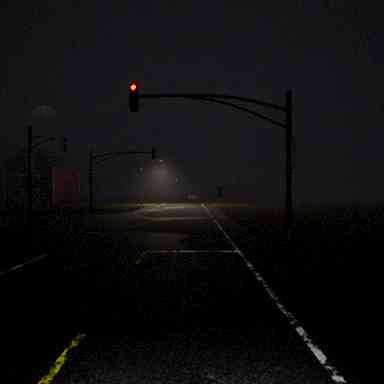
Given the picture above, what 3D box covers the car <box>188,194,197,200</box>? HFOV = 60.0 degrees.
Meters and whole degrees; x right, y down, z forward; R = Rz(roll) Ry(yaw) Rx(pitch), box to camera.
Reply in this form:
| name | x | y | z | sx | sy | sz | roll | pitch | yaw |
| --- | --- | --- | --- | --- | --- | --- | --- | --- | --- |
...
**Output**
| name | x | y | z | sx | sy | sz | roll | pitch | yaw |
| --- | --- | --- | --- | --- | --- | --- | --- | --- | --- |
| car | 0.101 | 1.242 | 86.558 | 2.097 | 1.767 | 4.553 | 0 | 0 | 0 |
